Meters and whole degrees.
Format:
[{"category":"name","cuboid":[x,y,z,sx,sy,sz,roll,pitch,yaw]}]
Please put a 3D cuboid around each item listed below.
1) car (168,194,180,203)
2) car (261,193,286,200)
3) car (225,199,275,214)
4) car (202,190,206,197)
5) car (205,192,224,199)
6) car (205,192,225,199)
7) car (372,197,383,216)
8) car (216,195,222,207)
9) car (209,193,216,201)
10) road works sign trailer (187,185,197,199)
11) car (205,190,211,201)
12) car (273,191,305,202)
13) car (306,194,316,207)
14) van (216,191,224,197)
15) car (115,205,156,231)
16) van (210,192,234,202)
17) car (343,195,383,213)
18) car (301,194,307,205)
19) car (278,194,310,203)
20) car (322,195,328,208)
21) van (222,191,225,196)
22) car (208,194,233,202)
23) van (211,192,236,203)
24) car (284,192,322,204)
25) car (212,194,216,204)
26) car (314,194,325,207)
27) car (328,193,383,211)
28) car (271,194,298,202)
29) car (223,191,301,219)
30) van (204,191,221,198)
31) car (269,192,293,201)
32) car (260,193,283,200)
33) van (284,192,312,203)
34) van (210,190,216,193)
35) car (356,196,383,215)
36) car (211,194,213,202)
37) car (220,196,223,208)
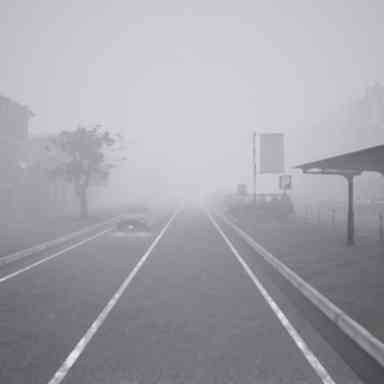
[{"category":"car","cuboid":[-3.300,1.215,61.217,1.837,1.490,4.892,0,1,1]},{"category":"car","cuboid":[18.547,1.036,75.895,5.366,1.575,1.946,0,1,0]},{"category":"car","cuboid":[5.723,1.449,33.419,4.674,1.452,2.002,0,0,0]},{"category":"car","cuboid":[5.625,0.791,75.473,5.566,2.045,2.435,0,1,0]},{"category":"car","cuboid":[5.609,0.819,83.884,4.553,1.767,2.185,0,1,0]},{"category":"car","cuboid":[5.613,0.851,81.081,4.553,1.767,2.185,0,1,0]},{"category":"car","cuboid":[18.813,1.429,28.703,4.892,1.521,2.231,0,0,0]},{"category":"car","cuboid":[5.706,1.388,39.026,5.008,1.535,2.097,0,0,0]},{"category":"car","cuboid":[5.695,1.298,53.048,4.892,1.521,2.231,0,1,0]},{"category":"road works sign trailer","cuboid":[-0.027,-0.036,81.173,2.380,3.560,2.880,0,1,1]},{"category":"car","cuboid":[5.652,0.987,58.654,5.566,2.045,2.435,0,1,0]},{"category":"car","cuboid":[18.779,0.917,64.790,5.566,2.045,2.435,0,1,0]},{"category":"car","cuboid":[18.965,1.355,45.360,5.366,1.575,1.946,0,0,0]},{"category":"van","cuboid":[5.590,1.150,41.832,4.442,1.987,1.878,0,0,0]},{"category":"car","cuboid":[-3.354,1.519,20.860,2.033,1.411,5.357,0,0,0]},{"category":"van","cuboid":[5.788,0.947,64.261,4.442,1.987,1.878,0,1,0]},{"category":"car","cuboid":[18.803,1.407,34.255,5.008,1.535,2.097,0,0,0]},{"category":"car","cuboid":[18.747,1.372,48.132,4.792,1.488,2.163,0,1,0]},{"category":"car","cuboid":[18.940,1.198,62.017,5.366,1.575,1.946,0,1,0]},{"category":"car","cuboid":[18.783,1.387,39.805,4.892,1.521,2.231,0,0,0]},{"category":"van","cuboid":[5.832,1.173,36.222,4.442,1.987,1.878,0,0,0]},{"category":"car","cuboid":[5.660,1.141,67.067,4.892,1.521,2.231,0,1,0]},{"category":"van","cuboid":[5.792,0.980,61.458,4.442,1.987,1.878,0,1,0]},{"category":"car","cuboid":[18.792,1.014,56.464,5.566,2.045,2.435,0,1,0]},{"category":"car","cuboid":[5.727,1.374,47.438,4.792,1.488,2.163,0,0,0]},{"category":"car","cuboid":[18.780,1.373,42.583,5.008,1.535,2.097,0,0,0]},{"category":"car","cuboid":[18.765,1.145,37.029,5.566,2.045,2.435,0,0,0]},{"category":"car","cuboid":[18.717,1.166,67.568,4.792,1.488,2.163,0,1,0]},{"category":"car","cuboid":[5.700,1.179,27.811,5.566,2.045,2.435,0,0,0]},{"category":"van","cuboid":[5.514,0.653,89.489,4.442,1.987,1.878,0,1,0]},{"category":"car","cuboid":[18.772,0.978,70.344,4.553,1.767,2.185,0,1,0]},{"category":"car","cuboid":[18.734,1.008,78.672,4.892,1.521,2.231,0,1,0]},{"category":"van","cuboid":[18.875,1.007,59.240,4.442,1.987,1.878,0,1,0]},{"category":"van","cuboid":[5.801,1.045,55.854,4.442,1.987,1.878,0,1,0]},{"category":"car","cuboid":[18.808,1.418,31.479,5.008,1.535,2.097,0,0,0]},{"category":"car","cuboid":[5.691,1.362,50.246,4.674,1.452,2.002,0,1,0]},{"category":"car","cuboid":[5.539,1.417,30.616,5.366,1.575,1.946,0,0,0]}]
